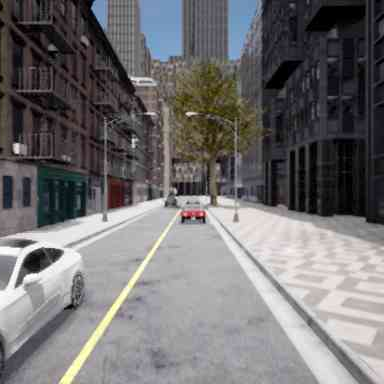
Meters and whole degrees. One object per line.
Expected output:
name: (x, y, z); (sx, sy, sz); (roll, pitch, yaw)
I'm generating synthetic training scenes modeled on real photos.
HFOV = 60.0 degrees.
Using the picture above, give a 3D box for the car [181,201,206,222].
car: (0.104, 1.622, 26.052); (1.895, 1.301, 4.718); (0, 0, 0)

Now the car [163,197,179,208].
car: (-3.056, 1.520, 48.836); (1.837, 1.490, 4.892); (0, 0, 0)

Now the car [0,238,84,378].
car: (-3.098, 1.532, 5.144); (1.812, 1.442, 4.674); (0, 0, 0)

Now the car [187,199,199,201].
car: (0.106, 1.515, 39.224); (2.128, 1.511, 4.902); (0, 0, 0)
